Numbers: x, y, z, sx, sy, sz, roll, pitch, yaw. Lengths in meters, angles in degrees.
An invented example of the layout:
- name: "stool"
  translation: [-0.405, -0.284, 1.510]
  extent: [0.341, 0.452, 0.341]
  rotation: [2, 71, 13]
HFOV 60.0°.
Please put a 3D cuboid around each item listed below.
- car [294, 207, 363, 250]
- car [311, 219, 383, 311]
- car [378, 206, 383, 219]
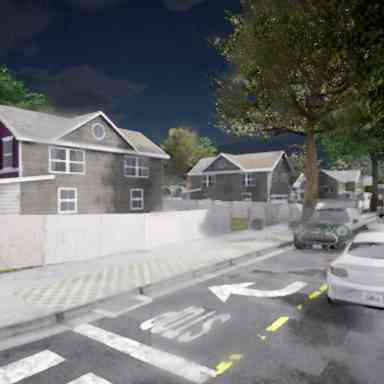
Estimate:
- name: "car"
  translation: [6.024, 1.467, 14.221]
  extent: [2.097, 1.767, 4.553]
  rotation: [-1, -1, 37]
- name: "car"
  translation: [4.317, 1.557, 7.247]
  extent: [1.812, 1.442, 4.674]
  rotation: [-1, -1, 37]
- name: "car"
  translation: [18.750, 1.790, 30.957]
  extent: [1.994, 1.385, 4.181]
  rotation: [-1, -1, 38]
